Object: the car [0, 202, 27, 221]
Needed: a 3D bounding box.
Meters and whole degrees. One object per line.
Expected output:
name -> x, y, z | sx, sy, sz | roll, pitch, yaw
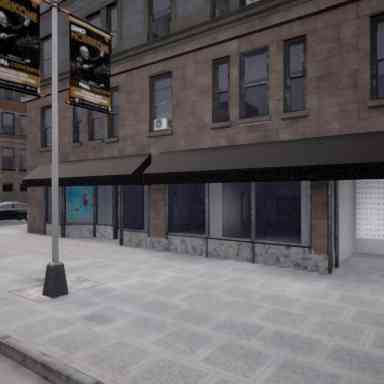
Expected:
car -> -14.125, 1.542, 25.231 | 1.837, 1.490, 4.892 | 0, 0, 37
